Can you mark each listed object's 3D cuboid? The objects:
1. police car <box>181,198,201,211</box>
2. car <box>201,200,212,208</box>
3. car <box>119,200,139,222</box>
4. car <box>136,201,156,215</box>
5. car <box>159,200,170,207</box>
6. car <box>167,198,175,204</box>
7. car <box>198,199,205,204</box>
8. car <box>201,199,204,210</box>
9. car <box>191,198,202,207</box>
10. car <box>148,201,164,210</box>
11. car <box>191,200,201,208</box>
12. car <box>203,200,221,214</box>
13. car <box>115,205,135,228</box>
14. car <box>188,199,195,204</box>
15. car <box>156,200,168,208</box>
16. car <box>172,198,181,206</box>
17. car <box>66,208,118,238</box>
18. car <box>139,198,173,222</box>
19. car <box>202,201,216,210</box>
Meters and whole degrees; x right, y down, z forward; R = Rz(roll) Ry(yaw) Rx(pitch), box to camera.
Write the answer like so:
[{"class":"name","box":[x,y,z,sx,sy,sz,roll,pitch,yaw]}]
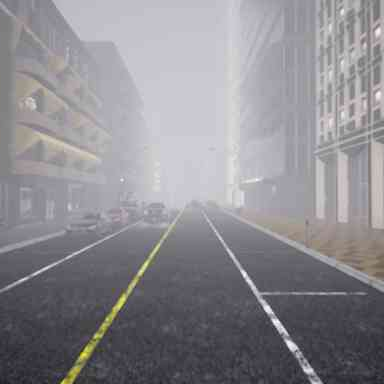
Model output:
[{"class":"police car","box":[0.239,2.011,52.221,1.930,1.638,5.238,0,-1,-18]},{"class":"car","box":[2.679,2.289,64.019,1.947,1.339,4.313,0,-1,0]},{"class":"car","box":[-5.697,1.650,30.131,2.192,1.841,5.009,0,-1,0]},{"class":"car","box":[-5.698,1.903,41.427,1.967,1.590,4.097,0,-1,0]},{"class":"car","box":[-5.703,2.313,69.496,1.752,1.417,4.829,0,-1,0]},{"class":"car","box":[-5.707,2.501,92.259,1.967,1.590,4.097,0,-1,0]},{"class":"car","box":[2.674,2.606,92.259,1.887,1.381,4.507,0,-1,0]},{"class":"car","box":[2.682,1.968,47.075,1.967,1.590,4.097,0,-1,0]},{"class":"car","box":[0.888,2.124,68.204,2.097,1.767,4.553,0,-1,0]},{"class":"car","box":[-5.700,2.143,52.721,2.008,1.369,4.403,0,-1,0]},{"class":"car","box":[0.770,2.208,62.252,1.837,1.490,4.892,0,-1,1]},{"class":"car","box":[2.683,1.990,41.597,1.752,1.417,4.829,0,-1,0]},{"class":"car","box":[-5.695,1.853,24.480,1.802,1.307,4.206,0,-1,0]},{"class":"car","box":[-0.015,2.462,87.910,1.812,1.442,4.674,0,-1,0]},{"class":"car","box":[-5.702,2.289,64.017,1.947,1.339,4.313,0,-1,0]},{"class":"car","box":[-3.014,2.333,71.563,2.128,1.511,4.902,0,-1,0]},{"class":"car","box":[-5.694,1.789,18.832,1.802,1.307,4.206,0,-1,0]},{"class":"car","box":[-3.103,1.682,29.738,2.097,1.767,4.553,0,-1,0]},{"class":"car","box":[2.680,2.143,52.723,2.008,1.369,4.403,0,-1,0]}]
